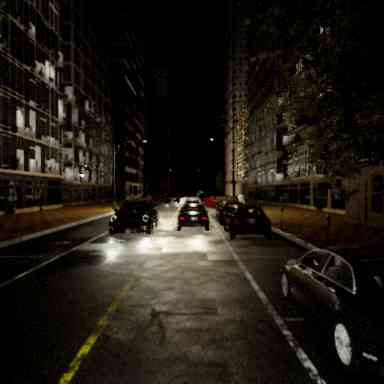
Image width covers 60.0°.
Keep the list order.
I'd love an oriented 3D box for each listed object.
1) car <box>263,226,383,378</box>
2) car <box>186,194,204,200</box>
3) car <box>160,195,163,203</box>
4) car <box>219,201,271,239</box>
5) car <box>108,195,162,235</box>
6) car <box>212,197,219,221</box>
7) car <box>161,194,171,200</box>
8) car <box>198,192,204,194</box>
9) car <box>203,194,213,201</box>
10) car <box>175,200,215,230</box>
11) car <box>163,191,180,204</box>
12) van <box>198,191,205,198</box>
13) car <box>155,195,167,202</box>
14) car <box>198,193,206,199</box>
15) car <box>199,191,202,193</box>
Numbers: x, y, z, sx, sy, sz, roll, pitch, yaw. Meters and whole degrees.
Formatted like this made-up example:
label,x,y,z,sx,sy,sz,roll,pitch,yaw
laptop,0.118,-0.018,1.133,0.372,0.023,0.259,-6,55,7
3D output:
label,x,y,z,sx,sy,sz,roll,pitch,yaw
car,2.684,1.522,5.400,2.008,1.369,4.403,0,0,0
car,0.039,1.311,41.010,2.033,1.411,5.357,0,0,0
car,-5.775,1.206,56.625,1.887,1.381,4.507,0,0,0
car,2.667,1.346,16.785,1.967,1.590,4.097,0,0,0
car,-3.027,1.253,17.959,2.097,1.767,4.553,0,0,0
car,2.658,1.314,22.477,1.967,1.590,4.097,0,0,0
car,-5.801,1.088,73.703,1.887,1.381,4.507,0,0,0
car,2.597,1.187,62.324,1.947,1.339,4.313,0,0,0
car,2.623,1.280,45.247,1.887,1.381,4.507,0,0,0
car,0.068,1.436,19.934,2.033,1.411,5.357,0,0,0
car,-3.084,0.930,54.837,2.150,2.045,5.566,0,0,0
van,2.554,0.758,90.784,1.690,1.788,3.998,0,0,0
car,-5.784,1.205,62.319,1.802,1.307,4.206,0,0,0
car,2.562,1.025,85.092,1.947,1.339,4.313,0,0,0
car,2.579,1.107,73.708,1.947,1.339,4.313,0,0,0
